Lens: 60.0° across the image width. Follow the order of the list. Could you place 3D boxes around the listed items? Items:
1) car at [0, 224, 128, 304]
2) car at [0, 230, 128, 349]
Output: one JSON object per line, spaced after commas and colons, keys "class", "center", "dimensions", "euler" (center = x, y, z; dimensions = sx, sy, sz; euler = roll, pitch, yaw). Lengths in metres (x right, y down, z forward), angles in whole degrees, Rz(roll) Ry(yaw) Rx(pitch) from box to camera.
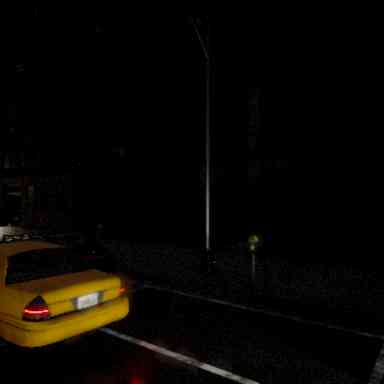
{"class": "car", "center": [-4.052, 1.727, 9.194], "dimensions": [4.403, 1.369, 2.008], "euler": [-1, -1, 37]}
{"class": "car", "center": [-3.523, 1.578, 6.412], "dimensions": [5.366, 1.575, 1.801], "euler": [-1, -1, 38]}
